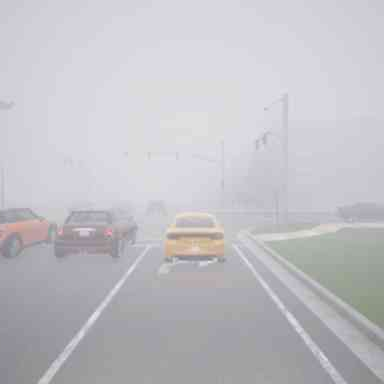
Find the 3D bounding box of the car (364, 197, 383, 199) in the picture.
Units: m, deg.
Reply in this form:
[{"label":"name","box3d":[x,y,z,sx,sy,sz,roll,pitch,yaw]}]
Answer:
[{"label":"car","box3d":[23.475,1.428,40.016,4.902,1.511,2.128,0,0,0]}]

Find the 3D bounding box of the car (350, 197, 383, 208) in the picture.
[{"label":"car","box3d":[25.052,1.451,47.018,4.674,1.442,1.812,0,0,0]}]

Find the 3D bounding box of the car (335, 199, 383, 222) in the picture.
[{"label":"car","box3d":[13.200,1.486,24.861,4.674,1.442,1.812,0,0,0]}]

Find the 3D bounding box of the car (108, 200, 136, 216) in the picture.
[{"label":"car","box3d":[-6.901,1.513,33.188,1.994,1.385,4.181,0,0,0]}]

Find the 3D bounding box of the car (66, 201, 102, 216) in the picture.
[{"label":"car","box3d":[-10.400,1.551,32.426,1.895,1.301,4.718,0,0,0]}]

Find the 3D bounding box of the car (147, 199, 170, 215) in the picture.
[{"label":"car","box3d":[-3.401,1.453,33.450,1.837,1.490,4.892,0,0,0]}]

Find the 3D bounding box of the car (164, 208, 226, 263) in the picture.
[{"label":"car","box3d":[0.101,1.459,11.869,1.882,1.535,5.008,0,0,0]}]

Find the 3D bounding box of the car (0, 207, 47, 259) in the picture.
[{"label":"car","box3d":[-6.905,1.333,12.662,2.097,1.767,4.553,0,0,0]}]

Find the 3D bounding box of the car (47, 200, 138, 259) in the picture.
[{"label":"car","box3d":[-3.406,1.332,12.650,2.097,1.767,4.553,0,0,0]}]

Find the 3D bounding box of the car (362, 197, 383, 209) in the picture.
[{"label":"car","box3d":[25.219,1.408,43.525,5.008,1.535,1.882,0,0,0]}]
